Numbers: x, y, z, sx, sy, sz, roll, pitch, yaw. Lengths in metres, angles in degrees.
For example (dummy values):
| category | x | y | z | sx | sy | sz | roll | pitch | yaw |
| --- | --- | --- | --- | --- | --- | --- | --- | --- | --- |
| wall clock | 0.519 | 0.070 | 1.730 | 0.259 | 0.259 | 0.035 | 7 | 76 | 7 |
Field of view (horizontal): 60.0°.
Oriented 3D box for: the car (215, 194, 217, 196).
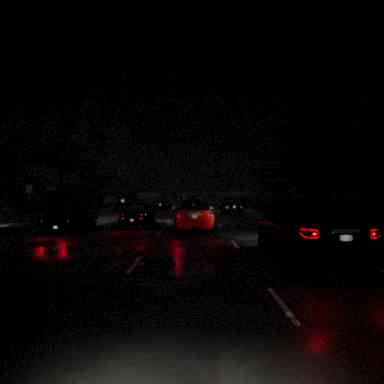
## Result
| category | x | y | z | sx | sy | sz | roll | pitch | yaw |
| --- | --- | --- | --- | --- | --- | --- | --- | --- | --- |
| car | 5.106 | 0.861 | 84.900 | 1.837 | 1.490 | 4.892 | 0 | 0 | 17 |

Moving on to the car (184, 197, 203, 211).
| category | x | y | z | sx | sy | sz | roll | pitch | yaw |
| --- | --- | --- | --- | --- | --- | --- | --- | --- | --- |
| car | 0.153 | 1.307 | 36.865 | 1.994 | 1.385 | 4.181 | 0 | 0 | 0 |

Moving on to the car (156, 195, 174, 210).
| category | x | y | z | sx | sy | sz | roll | pitch | yaw |
| --- | --- | --- | --- | --- | --- | --- | --- | --- | --- |
| car | -3.347 | 1.305 | 37.077 | 1.994 | 1.385 | 4.181 | 0 | 0 | 0 |

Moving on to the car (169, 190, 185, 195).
| category | x | y | z | sx | sy | sz | roll | pitch | yaw |
| --- | --- | --- | --- | --- | --- | --- | --- | --- | --- |
| car | -3.366 | 0.698 | 75.420 | 2.150 | 2.045 | 5.566 | 0 | 0 | 2 |

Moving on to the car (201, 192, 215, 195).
| category | x | y | z | sx | sy | sz | roll | pitch | yaw |
| --- | --- | --- | --- | --- | --- | --- | --- | --- | --- |
| car | 3.620 | 1.017 | 74.625 | 2.033 | 1.411 | 5.357 | 0 | 0 | 2 |

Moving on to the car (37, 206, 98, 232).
| category | x | y | z | sx | sy | sz | roll | pitch | yaw |
| --- | --- | --- | --- | --- | --- | --- | --- | --- | --- |
| car | -6.873 | 1.469 | 18.958 | 1.895 | 1.301 | 4.718 | 0 | 0 | 0 |

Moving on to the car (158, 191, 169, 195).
| category | x | y | z | sx | sy | sz | roll | pitch | yaw |
| --- | --- | --- | --- | --- | --- | --- | --- | --- | --- |
| car | -6.866 | 1.013 | 75.426 | 2.033 | 1.411 | 5.357 | 0 | 0 | 2 |

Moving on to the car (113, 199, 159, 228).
| category | x | y | z | sx | sy | sz | roll | pitch | yaw |
| --- | --- | --- | --- | --- | --- | --- | --- | --- | --- |
| car | -3.370 | 1.379 | 20.940 | 1.812 | 1.442 | 4.674 | 0 | 0 | 0 |

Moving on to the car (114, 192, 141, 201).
| category | x | y | z | sx | sy | sz | roll | pitch | yaw |
| --- | --- | --- | --- | --- | --- | --- | --- | --- | --- |
| car | -6.850 | 0.973 | 35.599 | 2.150 | 2.045 | 5.566 | 0 | 0 | 0 |

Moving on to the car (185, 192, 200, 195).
| category | x | y | z | sx | sy | sz | roll | pitch | yaw |
| --- | --- | --- | --- | --- | --- | --- | --- | --- | --- |
| car | 0.120 | 0.955 | 74.629 | 1.882 | 1.535 | 5.008 | 0 | 0 | 2 |

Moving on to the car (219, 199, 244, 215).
| category | x | y | z | sx | sy | sz | roll | pitch | yaw |
| --- | --- | --- | --- | --- | --- | --- | --- | --- | --- |
| car | 3.644 | 1.330 | 31.038 | 2.033 | 1.411 | 5.357 | 0 | 0 | 0 |

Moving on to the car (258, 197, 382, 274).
| category | x | y | z | sx | sy | sz | roll | pitch | yaw |
| --- | --- | --- | --- | --- | --- | --- | --- | --- | --- |
| car | 3.615 | 1.147 | 10.463 | 2.150 | 2.045 | 5.566 | 0 | 0 | 0 |

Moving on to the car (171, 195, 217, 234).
| category | x | y | z | sx | sy | sz | roll | pitch | yaw |
| --- | --- | --- | --- | --- | --- | --- | --- | --- | --- |
| car | 0.126 | 1.222 | 18.569 | 2.097 | 1.767 | 4.553 | 0 | 0 | 0 |
